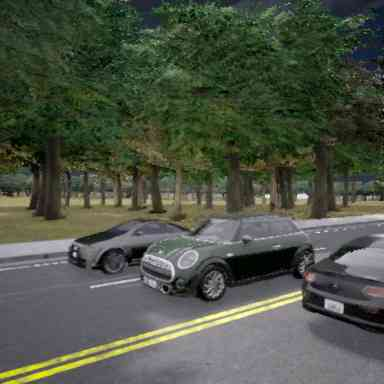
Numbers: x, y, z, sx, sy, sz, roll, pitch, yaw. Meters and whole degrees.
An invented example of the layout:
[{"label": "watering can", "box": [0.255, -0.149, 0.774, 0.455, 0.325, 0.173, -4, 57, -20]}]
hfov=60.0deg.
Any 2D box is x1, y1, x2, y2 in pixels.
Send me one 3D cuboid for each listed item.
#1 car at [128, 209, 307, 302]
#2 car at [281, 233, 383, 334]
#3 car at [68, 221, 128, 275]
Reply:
[{"label": "car", "box": [0.991, 1.351, 8.381, 4.553, 1.767, 2.097, 0, 0, -35]}, {"label": "car", "box": [3.984, 1.524, 6.284, 4.674, 1.442, 1.812, 0, 0, -36]}, {"label": "car", "box": [-1.655, 1.563, 10.486, 4.181, 1.385, 1.994, 0, 0, -35]}]
